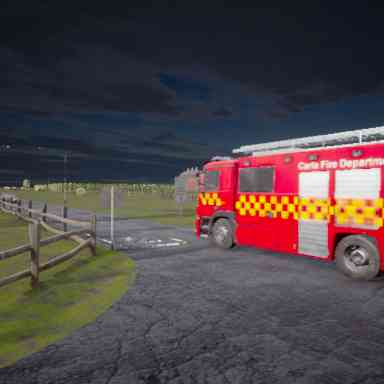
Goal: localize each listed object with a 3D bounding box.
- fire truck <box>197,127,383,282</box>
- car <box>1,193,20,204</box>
[{"bbox_3d":[3.738,0.286,10.993,2.891,3.827,8.468,1,0,-36],"label":"fire truck"},{"bbox_3d":[-24.931,0.848,45.563,2.128,1.511,4.902,1,0,-36],"label":"car"}]
